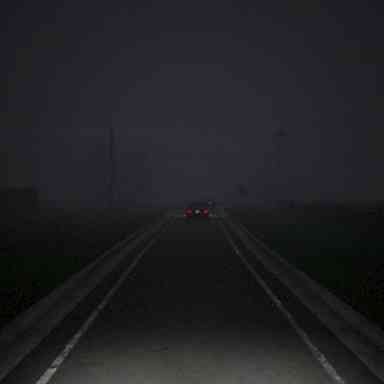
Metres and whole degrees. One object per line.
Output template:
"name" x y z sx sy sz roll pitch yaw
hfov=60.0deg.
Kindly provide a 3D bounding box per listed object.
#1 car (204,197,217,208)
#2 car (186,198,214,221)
"car" 2.028 1.406 42.775 1.812 1.442 4.674 0 0 13
"car" 0.468 1.473 26.675 2.033 1.411 5.357 0 0 2
